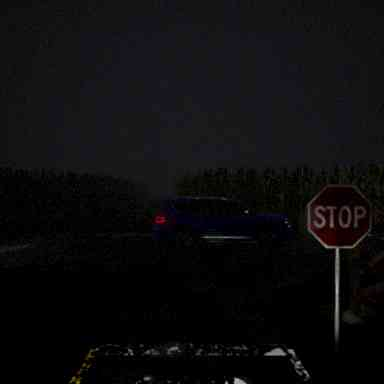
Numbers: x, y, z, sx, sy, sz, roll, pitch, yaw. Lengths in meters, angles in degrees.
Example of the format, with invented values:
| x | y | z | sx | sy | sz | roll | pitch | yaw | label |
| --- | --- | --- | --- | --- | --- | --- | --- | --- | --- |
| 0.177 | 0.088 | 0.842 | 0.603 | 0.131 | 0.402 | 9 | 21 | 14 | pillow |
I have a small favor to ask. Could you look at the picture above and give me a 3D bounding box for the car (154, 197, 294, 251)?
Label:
| x | y | z | sx | sy | sz | roll | pitch | yaw | label |
| --- | --- | --- | --- | --- | --- | --- | --- | --- | --- |
| 1.223 | 1.229 | 13.619 | 5.566 | 2.045 | 2.150 | 0 | 0 | 0 | car |
